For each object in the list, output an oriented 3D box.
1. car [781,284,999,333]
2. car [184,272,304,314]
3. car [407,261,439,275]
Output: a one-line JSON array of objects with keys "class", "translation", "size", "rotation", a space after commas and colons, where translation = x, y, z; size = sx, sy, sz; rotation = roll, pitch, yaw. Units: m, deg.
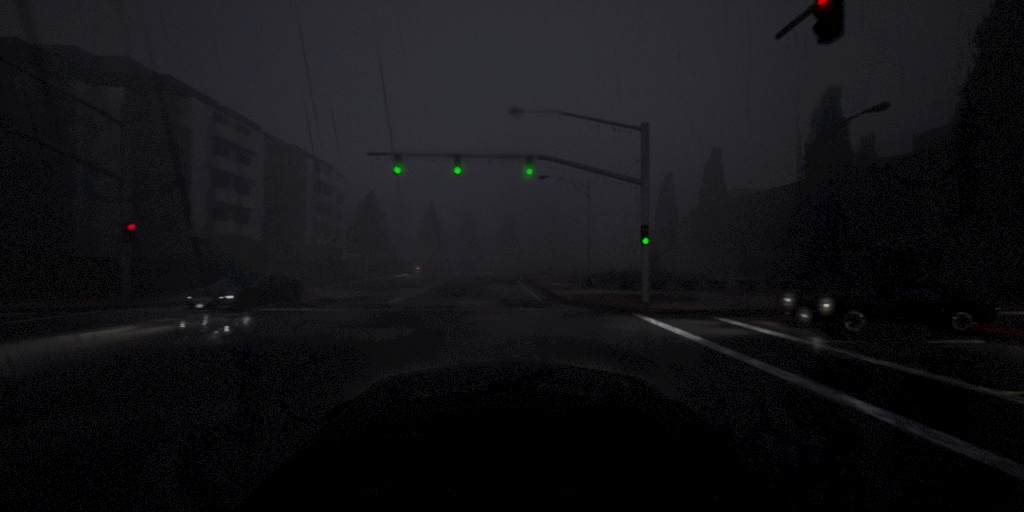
[{"class": "car", "translation": [10.960, 1.486, 10.715], "size": [4.718, 1.301, 1.895], "rotation": [0, -1, 1]}, {"class": "car", "translation": [-10.530, 1.416, 14.536], "size": [2.128, 1.511, 4.902], "rotation": [0, 0, 0]}, {"class": "car", "translation": [-11.633, 1.498, 47.130], "size": [2.097, 1.767, 4.553], "rotation": [4, 0, 26]}]
